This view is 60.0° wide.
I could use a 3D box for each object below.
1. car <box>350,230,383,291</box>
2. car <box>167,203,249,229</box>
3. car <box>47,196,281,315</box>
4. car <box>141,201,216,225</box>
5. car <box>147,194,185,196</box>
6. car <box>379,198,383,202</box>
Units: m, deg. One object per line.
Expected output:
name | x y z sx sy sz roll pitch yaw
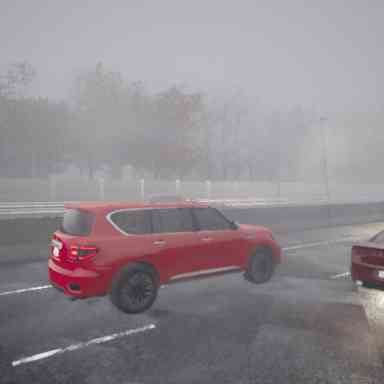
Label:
car | 5.746 1.440 7.843 5.008 1.535 1.882 0 0 -35
car | 1.151 1.493 22.006 5.357 1.411 2.033 0 0 -35
car | -0.359 1.204 7.791 5.566 2.045 2.150 0 0 -35
car | -0.893 1.493 24.845 5.357 1.411 2.033 0 0 -35
car | -2.889 1.167 27.721 5.566 2.045 2.150 0 0 -35
car | 30.909 1.368 51.743 4.181 1.385 1.994 0 0 -35
